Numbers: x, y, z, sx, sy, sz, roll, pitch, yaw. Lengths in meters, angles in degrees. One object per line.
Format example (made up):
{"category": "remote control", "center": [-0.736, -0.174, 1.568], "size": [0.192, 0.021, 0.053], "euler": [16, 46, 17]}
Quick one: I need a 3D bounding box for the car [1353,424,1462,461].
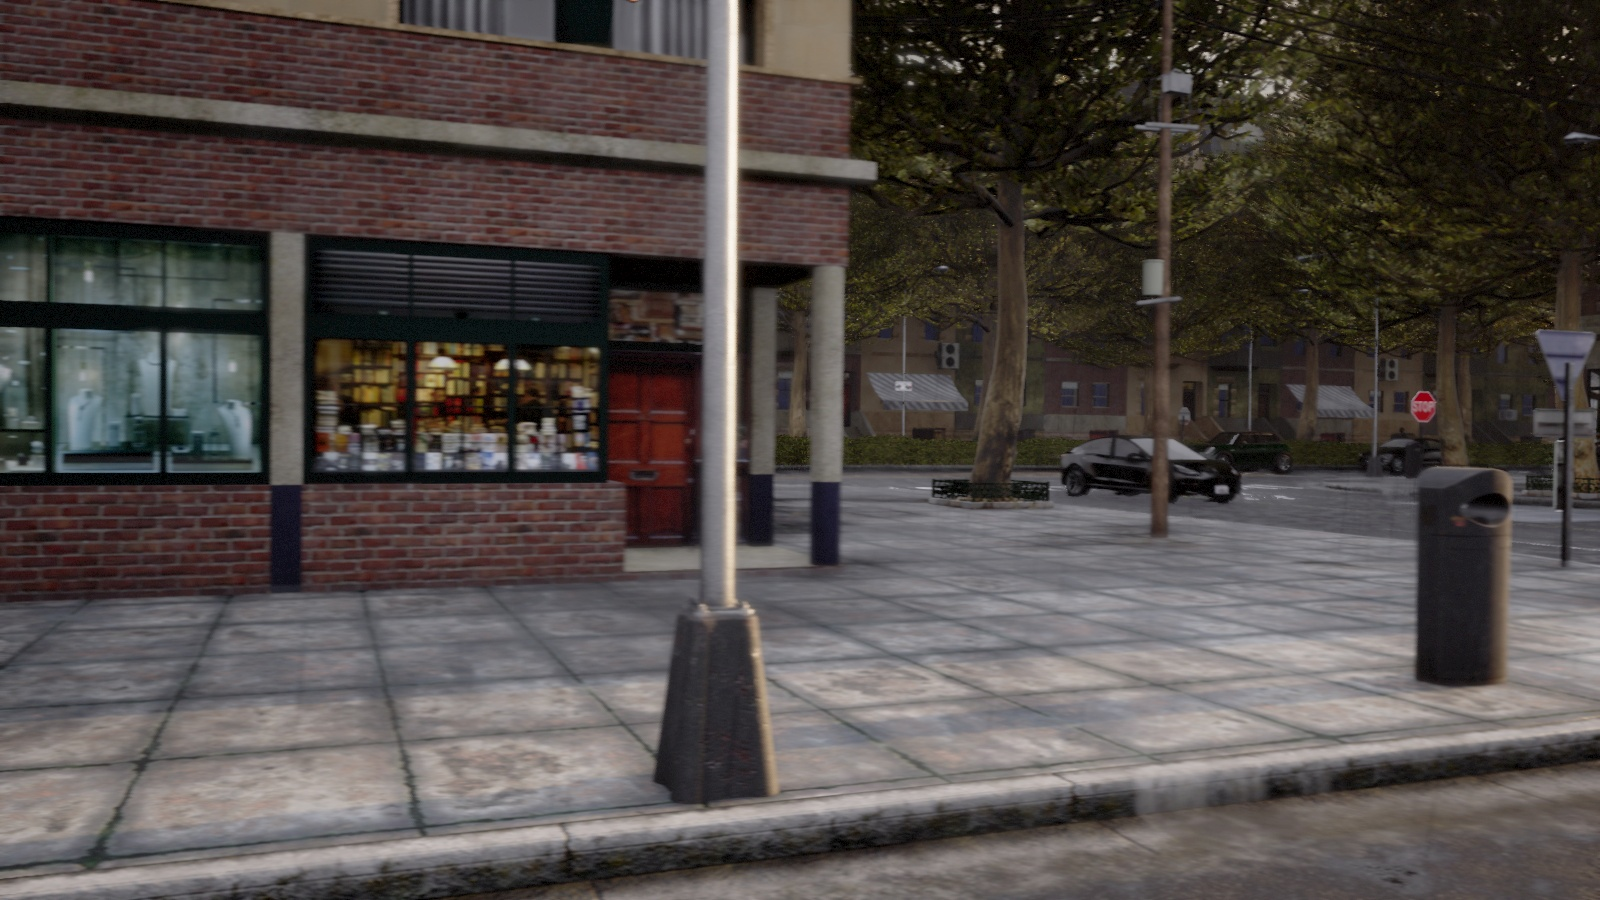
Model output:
{"category": "car", "center": [26.039, -0.345, 53.806], "size": [4.193, 1.474, 1.816], "euler": [-1, 1, -21]}

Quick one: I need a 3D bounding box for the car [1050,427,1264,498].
{"category": "car", "center": [8.215, 0.231, 29.409], "size": [2.163, 1.488, 4.792], "euler": [-1, 1, -26]}

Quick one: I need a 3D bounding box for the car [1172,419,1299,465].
{"category": "car", "center": [17.521, -0.355, 50.545], "size": [4.553, 1.767, 2.097], "euler": [-1, 1, -21]}
